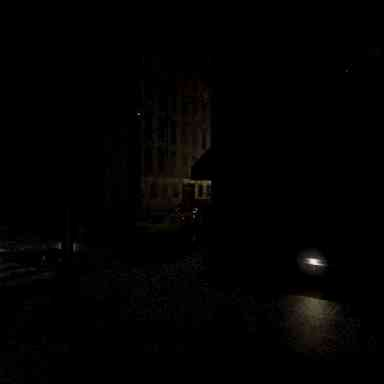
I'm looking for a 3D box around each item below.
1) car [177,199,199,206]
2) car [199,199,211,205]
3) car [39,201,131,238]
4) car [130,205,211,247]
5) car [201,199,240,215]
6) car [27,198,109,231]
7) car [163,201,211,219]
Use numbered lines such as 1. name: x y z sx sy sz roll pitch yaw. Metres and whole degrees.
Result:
1. car: 0.649 1.321 25.970 2.097 1.767 4.553 0 0 35
2. car: 2.868 1.314 19.639 2.192 1.841 5.009 0 0 36
3. car: -5.187 1.457 17.802 1.882 1.535 5.008 0 0 34
4. car: -0.337 1.530 15.158 1.752 1.417 4.829 0 0 36
5. car: 2.945 1.493 33.554 1.887 1.381 4.507 0 0 36
6. car: -6.958 1.282 19.693 2.192 1.841 5.009 0 0 36
7. car: -0.357 1.521 28.934 1.947 1.339 4.313 0 0 36
